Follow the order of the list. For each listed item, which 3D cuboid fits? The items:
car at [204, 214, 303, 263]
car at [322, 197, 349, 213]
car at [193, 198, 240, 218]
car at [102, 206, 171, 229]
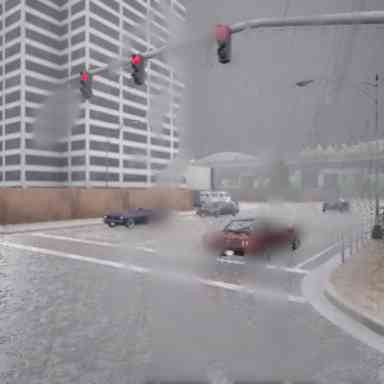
[{"bbox_3d":[2.473,1.606,12.177,1.895,1.301,4.718,0,0,36],"label":"car"},{"bbox_3d":[16.228,1.361,37.447,2.097,1.767,4.553,0,0,35],"label":"car"},{"bbox_3d":[2.489,1.565,30.450,2.033,1.411,5.357,0,0,35],"label":"car"},{"bbox_3d":[-3.549,1.618,21.908,1.895,1.301,4.718,0,0,35],"label":"car"}]
